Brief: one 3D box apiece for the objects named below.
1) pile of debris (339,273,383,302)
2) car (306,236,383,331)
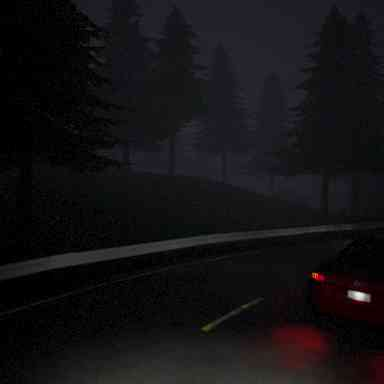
[{"bbox_3d":[4.543,2.202,7.610,1.860,0.140,1.500,0,0,-39],"label":"pile of debris"},{"bbox_3d":[3.975,1.582,6.602,1.994,1.385,4.181,1,0,44],"label":"car"}]
